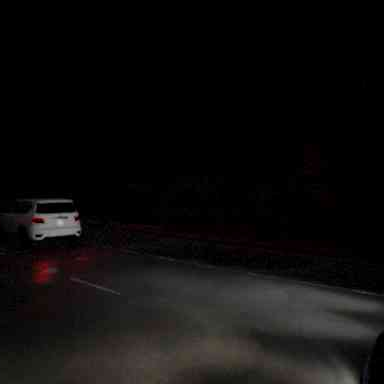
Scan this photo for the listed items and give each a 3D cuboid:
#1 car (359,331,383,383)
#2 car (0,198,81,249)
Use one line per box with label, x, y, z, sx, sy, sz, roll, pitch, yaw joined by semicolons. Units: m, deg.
car;3.367;1.357;1.734;4.553;1.767;2.097;0;0;34
car;-7.126;1.293;15.214;2.150;2.045;5.566;0;0;-44
